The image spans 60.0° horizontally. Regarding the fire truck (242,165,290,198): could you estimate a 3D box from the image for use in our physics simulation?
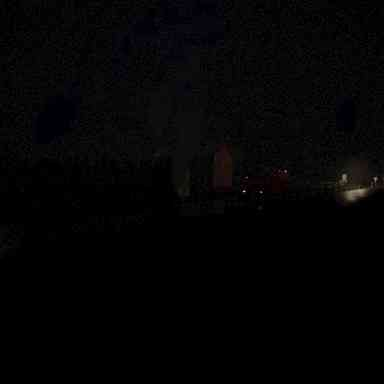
[{"bbox_3d":[9.323,-1.341,41.187,2.891,3.827,8.468,3,4,36],"label":"fire truck"}]
